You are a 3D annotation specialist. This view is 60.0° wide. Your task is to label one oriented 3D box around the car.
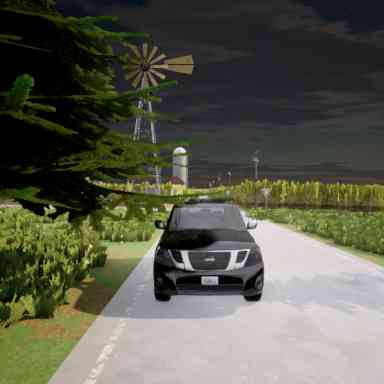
[{"bbox_3d":[0.333,1.221,8.675,2.150,2.045,5.566,0,0,0],"label":"car"}]
